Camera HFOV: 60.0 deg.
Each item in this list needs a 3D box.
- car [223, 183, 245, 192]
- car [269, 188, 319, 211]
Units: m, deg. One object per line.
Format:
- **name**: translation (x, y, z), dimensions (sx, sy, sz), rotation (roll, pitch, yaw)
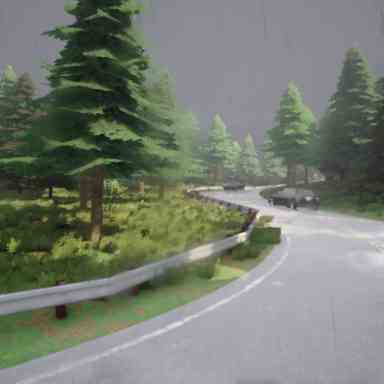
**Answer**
- **car**: translation (6.414, -0.726, 50.697), dimensions (1.895, 1.301, 4.718), rotation (1, 3, 28)
- **car**: translation (7.901, 0.424, 26.086), dimensions (2.097, 1.767, 4.553), rotation (3, 3, -14)
